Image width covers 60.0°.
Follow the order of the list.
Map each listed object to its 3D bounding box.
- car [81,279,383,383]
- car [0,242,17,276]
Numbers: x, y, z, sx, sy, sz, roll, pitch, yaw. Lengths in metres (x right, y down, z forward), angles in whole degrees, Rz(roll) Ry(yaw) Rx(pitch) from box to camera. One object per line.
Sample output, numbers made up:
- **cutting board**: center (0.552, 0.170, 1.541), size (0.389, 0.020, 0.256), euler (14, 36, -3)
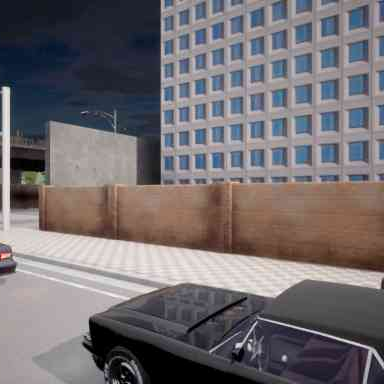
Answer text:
- **car**: center (1.059, 1.601, 3.229), size (4.718, 1.301, 1.895), euler (0, 0, 36)
- **car**: center (-6.747, 1.547, 8.804), size (5.357, 1.411, 2.033), euler (0, 0, 36)
